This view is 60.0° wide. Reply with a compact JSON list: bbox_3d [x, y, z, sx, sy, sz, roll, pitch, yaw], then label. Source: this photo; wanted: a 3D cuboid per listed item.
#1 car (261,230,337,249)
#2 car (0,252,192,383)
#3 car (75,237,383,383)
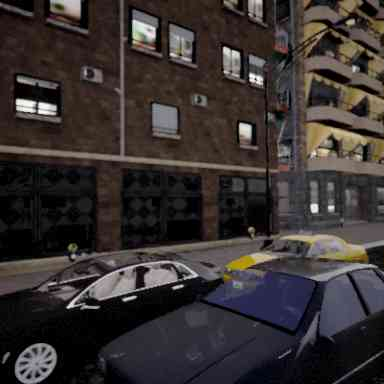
[{"bbox_3d":[2.911,1.739,8.844,4.829,1.417,1.752,0,-1,-38],"label":"car"},{"bbox_3d":[-1.353,1.760,5.535,4.403,1.369,2.008,0,-1,-38],"label":"car"},{"bbox_3d":[1.495,1.664,4.483,5.357,1.411,2.033,0,-2,-38],"label":"car"}]
